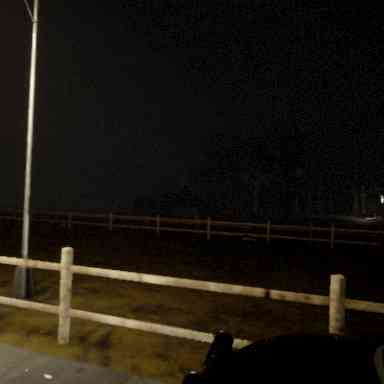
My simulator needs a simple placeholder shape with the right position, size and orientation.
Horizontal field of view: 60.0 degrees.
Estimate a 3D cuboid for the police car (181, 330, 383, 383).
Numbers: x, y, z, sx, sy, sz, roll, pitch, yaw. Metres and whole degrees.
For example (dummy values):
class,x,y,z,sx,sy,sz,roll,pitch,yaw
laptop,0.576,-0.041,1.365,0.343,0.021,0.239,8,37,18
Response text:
class,x,y,z,sx,sy,sz,roll,pitch,yaw
police car,2.416,1.573,2.019,5.238,1.638,1.930,2,-1,20
